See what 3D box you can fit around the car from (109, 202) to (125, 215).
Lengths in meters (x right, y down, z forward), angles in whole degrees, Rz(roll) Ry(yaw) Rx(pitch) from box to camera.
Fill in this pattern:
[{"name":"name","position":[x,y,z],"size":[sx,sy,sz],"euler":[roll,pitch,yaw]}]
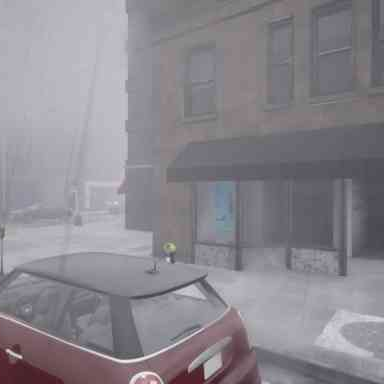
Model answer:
[{"name":"car","position":[-6.139,1.555,32.805],"size":[1.994,1.385,4.181],"euler":[0,0,35]}]

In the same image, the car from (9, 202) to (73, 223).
[{"name":"car","position":[-11.377,1.515,25.367],"size":[1.812,1.442,4.674],"euler":[0,0,37]}]

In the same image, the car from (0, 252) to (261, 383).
[{"name":"car","position":[-1.405,1.440,3.851],"size":[4.097,1.590,1.967],"euler":[0,0,36]}]
